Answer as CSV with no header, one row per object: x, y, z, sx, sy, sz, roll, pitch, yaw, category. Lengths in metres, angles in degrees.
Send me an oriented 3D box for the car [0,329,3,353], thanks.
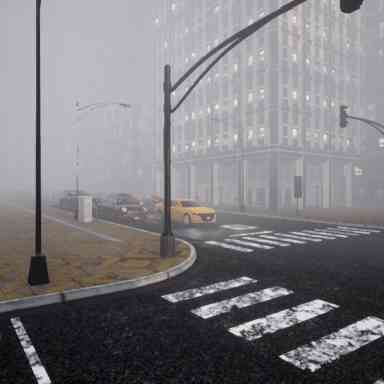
-4.387,1.440,3.432,4.097,1.590,1.967,0,0,-35,car

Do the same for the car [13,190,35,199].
-27.256,0.422,54.002,1.887,1.381,4.507,1,0,-36,car

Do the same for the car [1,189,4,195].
-36.983,0.107,67.604,2.008,1.369,4.403,1,0,-36,car

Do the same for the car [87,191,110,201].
-13.995,0.644,49.865,1.947,1.339,4.313,1,0,-36,car

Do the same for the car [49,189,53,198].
-23.047,0.378,58.046,1.812,1.442,4.674,0,1,-36,car

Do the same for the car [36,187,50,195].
-36.695,-0.357,81.614,2.192,1.841,5.009,1,0,-36,car

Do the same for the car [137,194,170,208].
-4.264,0.982,36.257,1.802,1.307,4.206,1,0,-36,car

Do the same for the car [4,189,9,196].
-33.741,0.208,63.070,1.887,1.381,4.507,1,0,-36,car

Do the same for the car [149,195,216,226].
-0.525,1.166,21.053,1.882,1.535,5.008,0,1,-36,car

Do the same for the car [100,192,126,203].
-10.849,0.707,45.468,1.752,1.417,4.829,1,0,-36,car

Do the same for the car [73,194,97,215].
-7.802,1.103,26.798,1.802,1.307,4.206,1,0,-36,car

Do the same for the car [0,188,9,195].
-43.468,-0.113,76.672,1.887,1.381,4.507,1,0,-36,car

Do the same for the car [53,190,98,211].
-11.038,0.729,31.331,2.192,1.841,5.009,1,0,-36,car

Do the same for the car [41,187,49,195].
-33.457,-0.020,77.079,1.887,1.381,4.507,1,0,-36,car

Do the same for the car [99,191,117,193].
-5.934,0.861,28.618,2.097,1.767,4.553,0,1,-36,car

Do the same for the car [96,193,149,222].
-4.556,1.069,22.264,1.967,1.590,4.097,1,0,-36,car

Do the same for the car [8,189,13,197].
-30.498,0.321,58.536,2.008,1.369,4.403,1,0,-36,car

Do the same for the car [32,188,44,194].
-39.944,-0.213,86.151,1.947,1.339,4.313,1,0,-36,car
